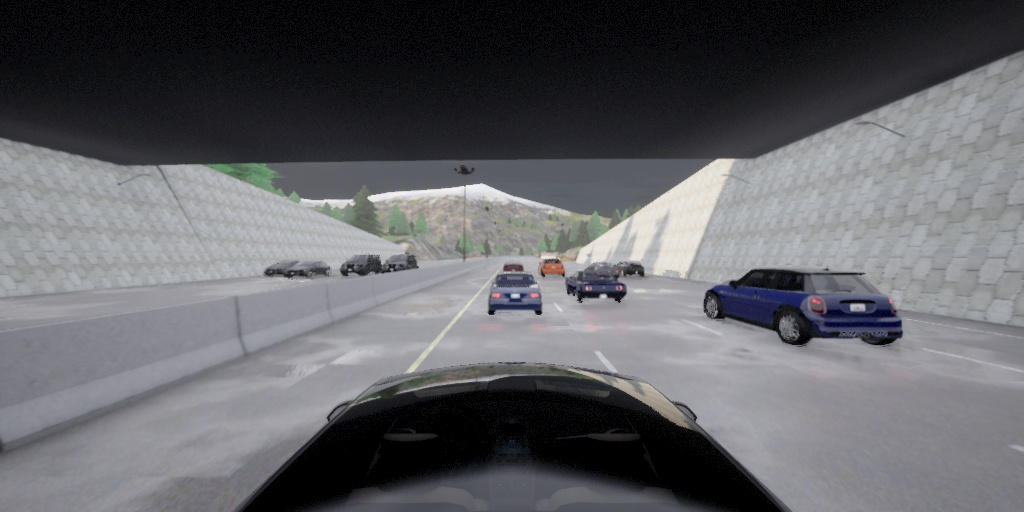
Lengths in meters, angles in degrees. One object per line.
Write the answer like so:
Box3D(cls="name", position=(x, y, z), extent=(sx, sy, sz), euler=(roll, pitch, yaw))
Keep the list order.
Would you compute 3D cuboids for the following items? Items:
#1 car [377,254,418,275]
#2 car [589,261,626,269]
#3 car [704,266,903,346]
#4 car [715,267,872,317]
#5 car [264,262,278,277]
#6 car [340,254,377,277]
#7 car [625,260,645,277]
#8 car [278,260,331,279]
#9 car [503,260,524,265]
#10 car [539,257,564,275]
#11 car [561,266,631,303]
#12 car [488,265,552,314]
Box3D(cls="car", position=(-10.567, 0.843, 34.254), extent=(2.150, 2.045, 5.566), euler=(0, 0, 0))
Box3D(cls="car", position=(7.122, 1.190, 28.863), extent=(2.033, 1.411, 5.357), euler=(0, 0, 0))
Box3D(cls="car", position=(7.102, 1.071, 9.487), extent=(2.097, 1.767, 4.553), euler=(0, 0, 0))
Box3D(cls="car", position=(10.605, 1.248, 14.263), extent=(2.033, 1.411, 5.357), euler=(0, 0, 0))
Box3D(cls="car", position=(-21.065, 1.129, 33.769), extent=(1.837, 1.490, 4.892), euler=(0, 0, 0))
Box3D(cls="car", position=(-14.067, 0.844, 33.900), extent=(2.150, 2.045, 5.566), euler=(0, 0, 0))
Box3D(cls="car", position=(10.627, 1.131, 33.016), extent=(1.837, 1.490, 4.892), euler=(0, 0, 0))
Box3D(cls="car", position=(-17.571, 1.139, 31.106), extent=(1.837, 1.490, 4.892), euler=(0, 0, 0))
Box3D(cls="car", position=(0.129, 1.101, 33.822), extent=(1.882, 1.535, 5.008), euler=(0, 0, 0))
Box3D(cls="car", position=(3.628, 0.976, 33.511), extent=(2.097, 1.767, 4.553), euler=(0, 0, 0))
Box3D(cls="car", position=(3.608, 1.293, 16.351), extent=(1.895, 1.301, 4.718), euler=(0, 0, 0))
Box3D(cls="car", position=(0.105, 1.251, 13.450), extent=(2.033, 1.411, 5.357), euler=(0, 0, 0))
